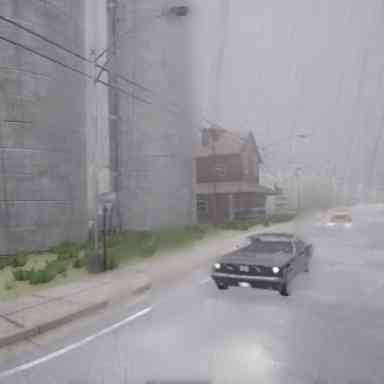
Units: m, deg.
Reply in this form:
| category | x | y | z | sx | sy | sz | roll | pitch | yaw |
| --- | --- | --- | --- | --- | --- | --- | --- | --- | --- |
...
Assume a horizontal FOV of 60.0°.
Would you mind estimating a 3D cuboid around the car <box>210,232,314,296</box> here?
| category | x | y | z | sx | sy | sz | roll | pitch | yaw |
| --- | --- | --- | --- | --- | --- | --- | --- | --- | --- |
| car | 2.276 | 1.919 | 9.776 | 1.895 | 1.301 | 4.718 | -3 | -2 | 28 |

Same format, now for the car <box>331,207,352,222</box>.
| category | x | y | z | sx | sy | sz | roll | pitch | yaw |
| --- | --- | --- | --- | --- | --- | --- | --- | --- | --- |
| car | 16.346 | 2.412 | 36.327 | 1.882 | 1.535 | 5.008 | -3 | -2 | 28 |

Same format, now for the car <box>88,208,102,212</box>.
| category | x | y | z | sx | sy | sz | roll | pitch | yaw |
| --- | --- | --- | --- | --- | --- | --- | --- | --- | --- |
| car | -19.822 | 4.249 | 69.830 | 3.866 | 1.878 | 1.905 | 1 | -8 | -15 |
